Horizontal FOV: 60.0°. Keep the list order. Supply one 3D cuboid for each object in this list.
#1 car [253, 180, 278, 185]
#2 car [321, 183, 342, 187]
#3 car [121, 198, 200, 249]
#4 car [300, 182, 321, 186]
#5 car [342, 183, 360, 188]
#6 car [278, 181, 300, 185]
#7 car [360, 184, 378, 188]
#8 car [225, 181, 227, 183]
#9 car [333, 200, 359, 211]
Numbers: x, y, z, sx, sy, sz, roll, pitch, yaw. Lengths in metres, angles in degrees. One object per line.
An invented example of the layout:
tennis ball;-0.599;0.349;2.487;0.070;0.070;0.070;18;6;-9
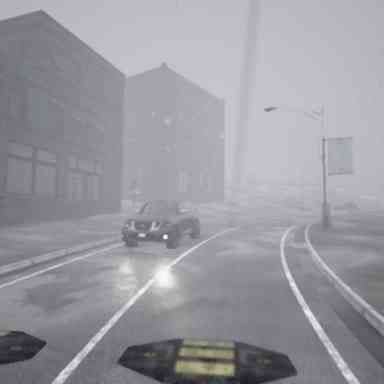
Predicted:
car;16.337;-1.907;75.735;4.892;1.521;2.231;1;-5;-13
car;32.442;-1.486;79.796;5.008;1.535;2.097;2;-5;-15
car;-1.197;1.324;15.452;2.150;2.045;5.566;-1;-1;16
car;27.093;-1.605;78.328;4.674;1.452;2.002;2;-5;-14
car;37.736;-1.443;81.378;4.553;1.767;2.185;2;-5;-16
car;21.713;-1.789;76.980;4.892;1.521;2.231;1;-5;-13
car;43.184;-1.104;83.123;4.792;1.488;2.163;2;-5;-18
car;5.676;-2.240;73.293;4.553;1.767;2.185;1;-5;-13
car;22.906;2.027;49.349;4.892;1.490;1.837;0;-4;-35
